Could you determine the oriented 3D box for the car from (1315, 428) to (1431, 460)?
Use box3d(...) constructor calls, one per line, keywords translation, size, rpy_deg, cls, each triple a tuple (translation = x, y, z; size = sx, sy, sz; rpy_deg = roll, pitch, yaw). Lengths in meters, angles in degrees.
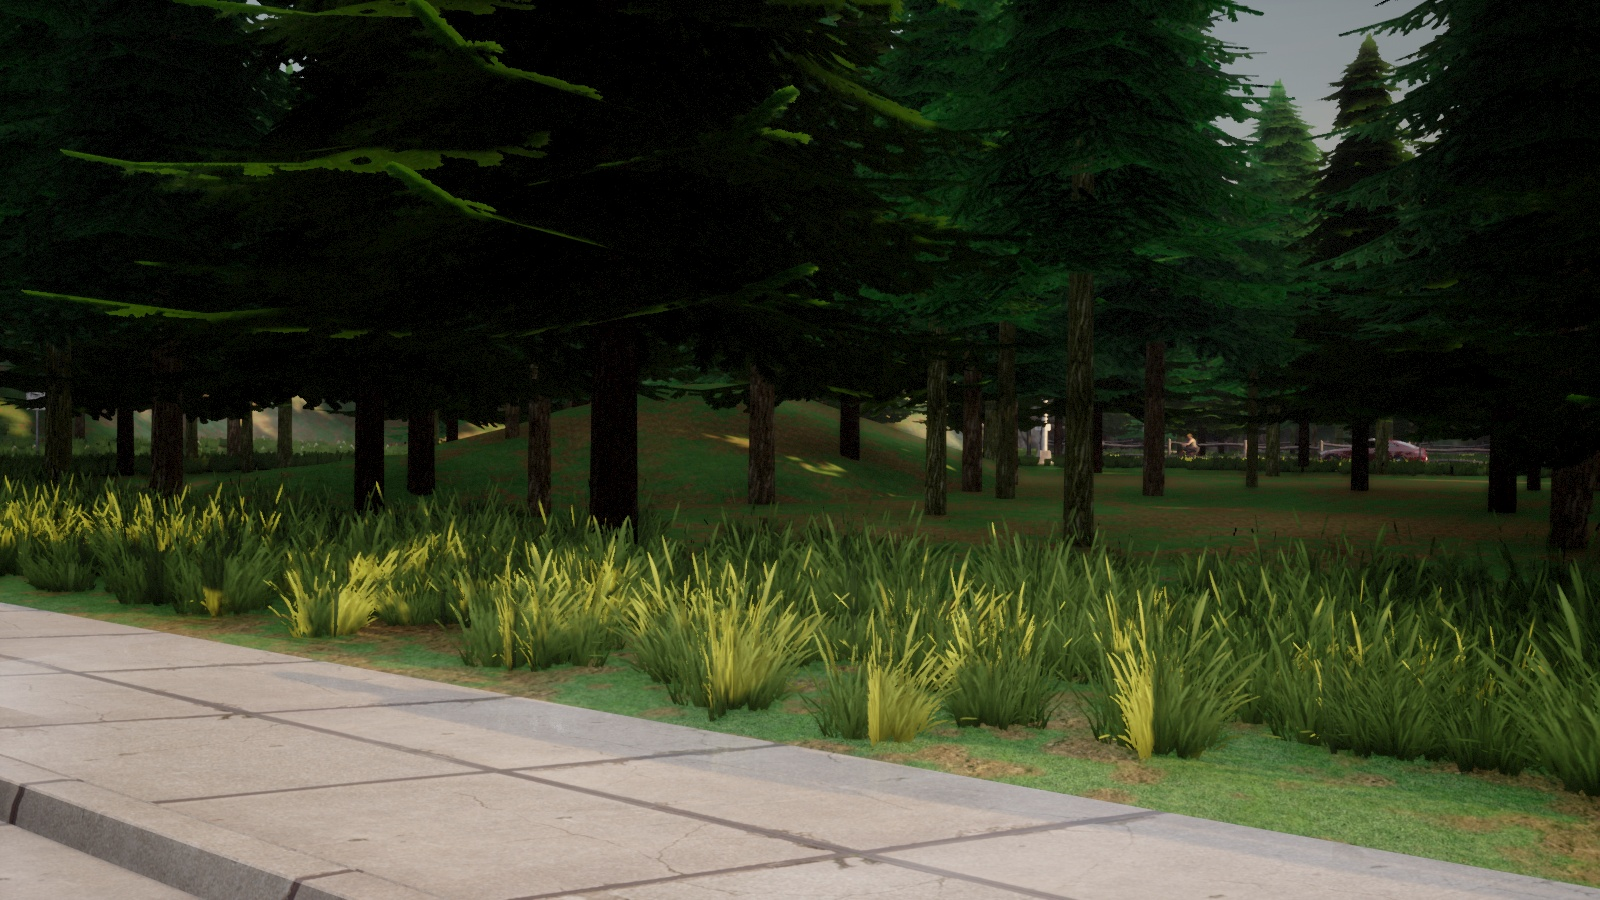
box3d(translation=(26.660, -0.283, 58.521), size=(4.674, 1.442, 1.812), rpy_deg=(0, 1, 35), cls="car")
